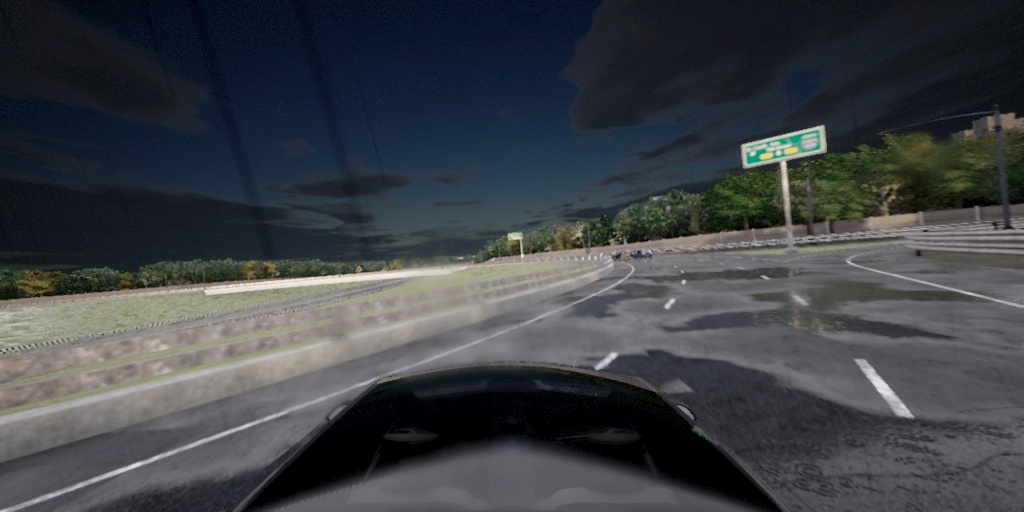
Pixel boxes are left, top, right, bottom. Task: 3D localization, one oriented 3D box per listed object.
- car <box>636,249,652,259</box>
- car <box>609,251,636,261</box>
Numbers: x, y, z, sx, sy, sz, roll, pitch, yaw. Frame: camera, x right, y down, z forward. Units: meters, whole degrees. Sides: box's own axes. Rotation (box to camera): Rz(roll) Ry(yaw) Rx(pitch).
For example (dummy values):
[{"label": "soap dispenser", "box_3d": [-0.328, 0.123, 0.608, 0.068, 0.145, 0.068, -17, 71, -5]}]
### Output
[{"label": "car", "box_3d": [21.427, -0.257, 58.810, 1.812, 1.442, 4.674, -5, 0, 2]}, {"label": "car", "box_3d": [17.930, 0.021, 58.579, 2.128, 1.511, 4.902, -5, 0, 2]}]
